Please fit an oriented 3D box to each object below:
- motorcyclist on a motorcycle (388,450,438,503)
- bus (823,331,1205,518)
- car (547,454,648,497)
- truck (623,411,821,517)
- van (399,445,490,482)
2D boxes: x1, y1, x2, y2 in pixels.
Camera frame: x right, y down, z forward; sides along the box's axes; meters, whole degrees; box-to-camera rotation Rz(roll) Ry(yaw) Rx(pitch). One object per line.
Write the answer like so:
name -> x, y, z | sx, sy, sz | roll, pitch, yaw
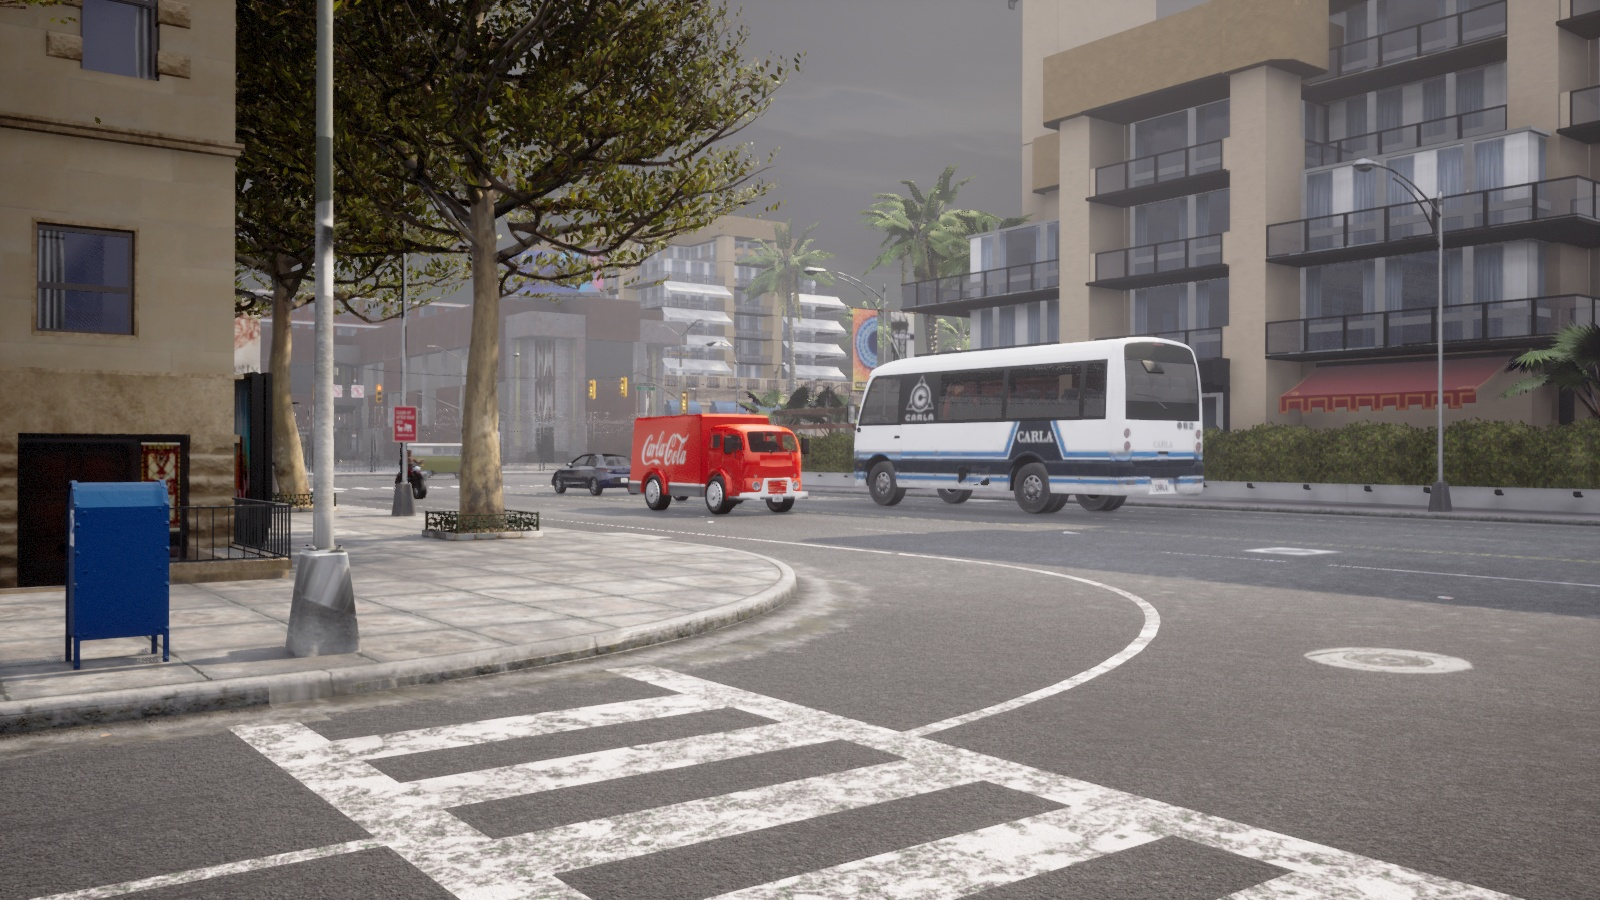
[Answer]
motorcyclist on a motorcycle -> -12.356, 0.819, 40.027 | 0.766, 1.649, 2.350 | 0, 0, -37
bus -> 5.322, -0.561, 33.895 | 3.944, 4.253, 10.273 | 0, 0, -37
car -> -7.301, 0.883, 44.976 | 1.816, 1.474, 4.193 | 0, 0, -37
truck -> -2.091, 0.340, 32.124 | 2.627, 2.467, 5.204 | 0, 0, -37
van -> -19.418, 0.706, 68.703 | 4.442, 1.987, 1.775 | 0, 0, -36
